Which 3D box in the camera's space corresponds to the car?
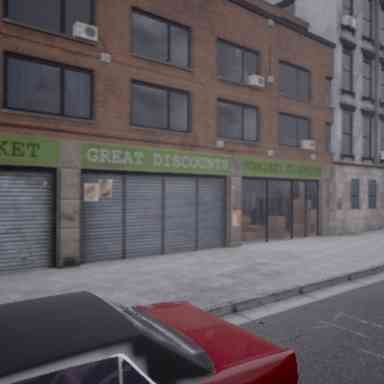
[{"bbox_3d":[-1.452,1.601,2.343,4.718,1.301,1.895,0,0,-35],"label":"car"}]
